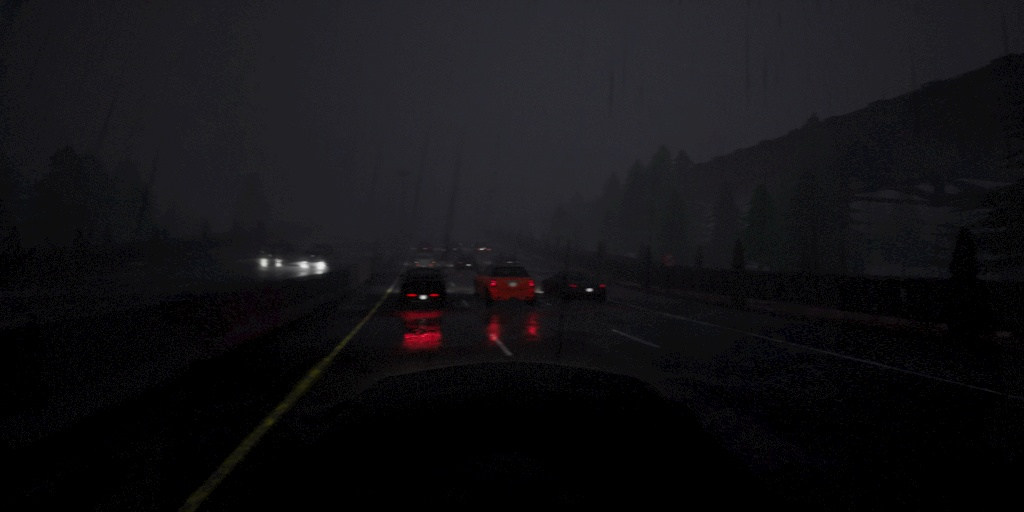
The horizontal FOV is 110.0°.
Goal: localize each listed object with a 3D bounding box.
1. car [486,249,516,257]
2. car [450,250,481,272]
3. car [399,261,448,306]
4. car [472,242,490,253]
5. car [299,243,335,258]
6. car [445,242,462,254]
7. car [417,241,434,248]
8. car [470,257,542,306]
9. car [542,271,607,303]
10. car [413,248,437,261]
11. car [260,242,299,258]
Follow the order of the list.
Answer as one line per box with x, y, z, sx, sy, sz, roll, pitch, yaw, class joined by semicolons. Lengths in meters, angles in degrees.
-0.586;0.515;32.007;2.128;1.511;4.902;1;5;-13;car
-4.001;0.529;31.234;1.994;1.385;4.181;1;5;-13;car
-3.910;1.227;15.874;1.837;1.490;4.892;1;2;-14;car
-4.008;-1.071;46.403;2.033;1.411;5.357;1;7;-13;car
-19.698;-0.589;36.700;1.895;1.301;4.718;1;7;-13;car
-7.412;-1.109;45.591;1.994;1.385;4.181;1;7;-13;car
-10.816;-1.163;44.777;1.994;1.385;4.181;1;7;-13;car
-0.458;1.129;16.494;2.097;1.767;4.553;1;1;-14;car
2.892;1.395;17.515;1.994;1.385;4.181;1;1;-14;car
-7.418;0.429;30.485;1.812;1.442;4.674;1;5;-13;car
-23.132;-0.715;36.027;2.033;1.411;5.357;1;7;-13;car
